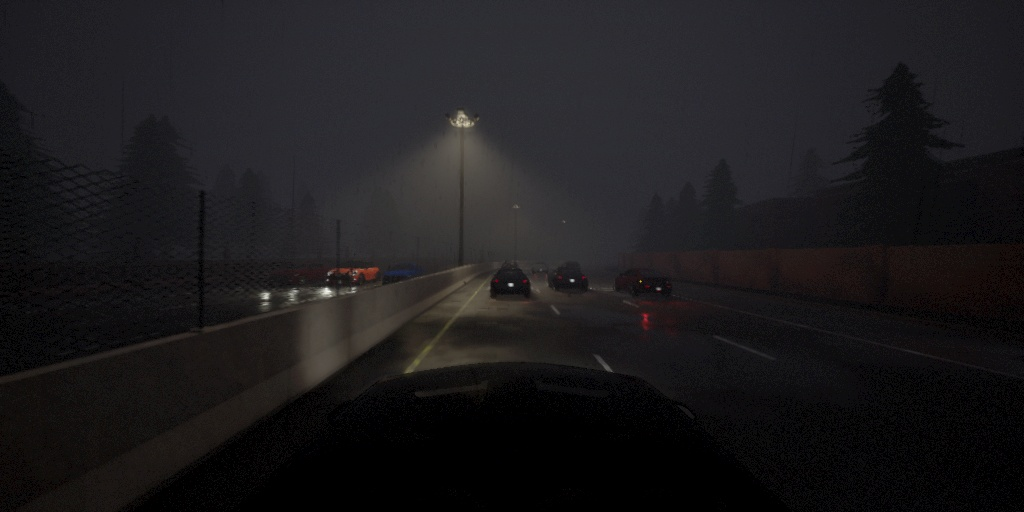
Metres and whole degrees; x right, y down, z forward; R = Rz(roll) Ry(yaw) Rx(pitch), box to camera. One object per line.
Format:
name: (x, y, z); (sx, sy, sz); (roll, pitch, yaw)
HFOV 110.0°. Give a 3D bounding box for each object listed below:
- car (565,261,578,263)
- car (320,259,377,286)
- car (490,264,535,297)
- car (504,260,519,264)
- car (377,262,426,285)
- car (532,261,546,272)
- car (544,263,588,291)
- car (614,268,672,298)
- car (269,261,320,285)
car: (6.809, 1.352, 41.288); (1.837, 1.490, 4.892); (0, 0, 2)
car: (-10.753, 1.070, 24.578); (2.097, 1.767, 4.553); (1, 0, -1)
car: (-0.083, 1.327, 18.870); (1.994, 1.385, 4.181); (1, 0, -1)
car: (-0.127, 1.273, 42.874); (2.128, 1.511, 4.902); (0, 0, 3)
car: (-7.254, 1.197, 24.592); (1.882, 1.535, 5.008); (1, 0, -1)
car: (3.369, 1.340, 42.667); (1.812, 1.442, 4.674); (0, 0, 3)
car: (3.376, 1.363, 22.260); (1.994, 1.385, 4.181); (1, 0, -1)
car: (6.917, 1.355, 19.277); (1.812, 1.442, 4.674); (1, 0, -1)
car: (-14.252, 1.117, 24.386); (1.882, 1.535, 5.008); (1, 0, -1)
